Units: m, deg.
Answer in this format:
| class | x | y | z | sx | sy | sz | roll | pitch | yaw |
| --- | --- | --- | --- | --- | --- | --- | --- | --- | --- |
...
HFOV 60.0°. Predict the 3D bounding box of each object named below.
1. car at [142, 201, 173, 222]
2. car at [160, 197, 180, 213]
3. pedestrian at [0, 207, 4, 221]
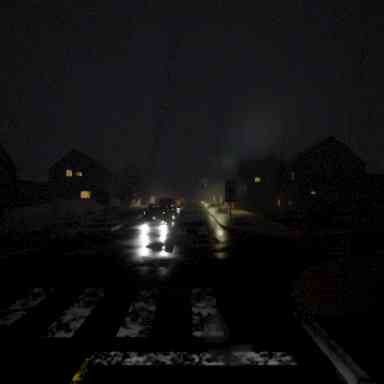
| class | x | y | z | sx | sy | sz | roll | pitch | yaw |
| --- | --- | --- | --- | --- | --- | --- | --- | --- | --- |
| car | -2.829 | 1.643 | 27.051 | 1.895 | 1.301 | 4.718 | 0 | 0 | 0 |
| car | -2.822 | 1.423 | 37.107 | 2.097 | 1.767 | 4.553 | 0 | 0 | 0 |
| pedestrian | -9.802 | 1.373 | 16.625 | 0.375 | 1.860 | 0.375 | 0 | -3 | -1 |
